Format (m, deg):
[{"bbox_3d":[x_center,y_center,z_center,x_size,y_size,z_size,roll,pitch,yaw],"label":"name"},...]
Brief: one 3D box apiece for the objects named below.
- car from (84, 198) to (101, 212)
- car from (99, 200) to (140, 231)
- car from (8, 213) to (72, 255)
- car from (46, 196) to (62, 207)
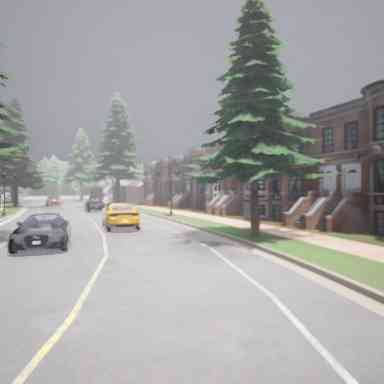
[{"bbox_3d":[-11.191,1.474,38.145,2.128,1.511,4.902,-1,0,-23],"label":"car"},{"bbox_3d":[-4.497,1.454,20.765,1.882,1.535,5.008,0,0,-19],"label":"car"},{"bbox_3d":[-6.017,1.575,13.554,1.994,1.385,4.181,-1,0,-17],"label":"car"},{"bbox_3d":[-21.999,1.384,52.831,2.097,1.767,4.553,-1,0,-26],"label":"car"}]
